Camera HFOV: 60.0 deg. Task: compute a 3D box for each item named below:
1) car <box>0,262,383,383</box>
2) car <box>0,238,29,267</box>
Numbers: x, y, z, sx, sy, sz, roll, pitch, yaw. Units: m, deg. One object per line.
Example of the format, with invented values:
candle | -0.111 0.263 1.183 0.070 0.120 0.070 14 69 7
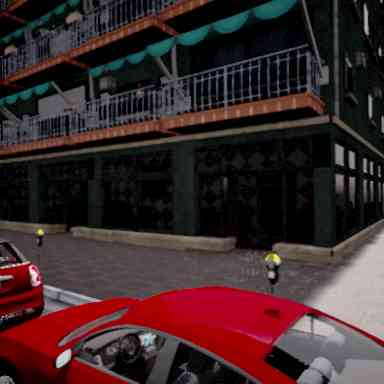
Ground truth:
car | -0.013 1.556 2.886 4.507 1.381 1.887 -1 0 35
car | -4.606 1.493 6.156 4.097 1.590 1.967 -1 0 35
